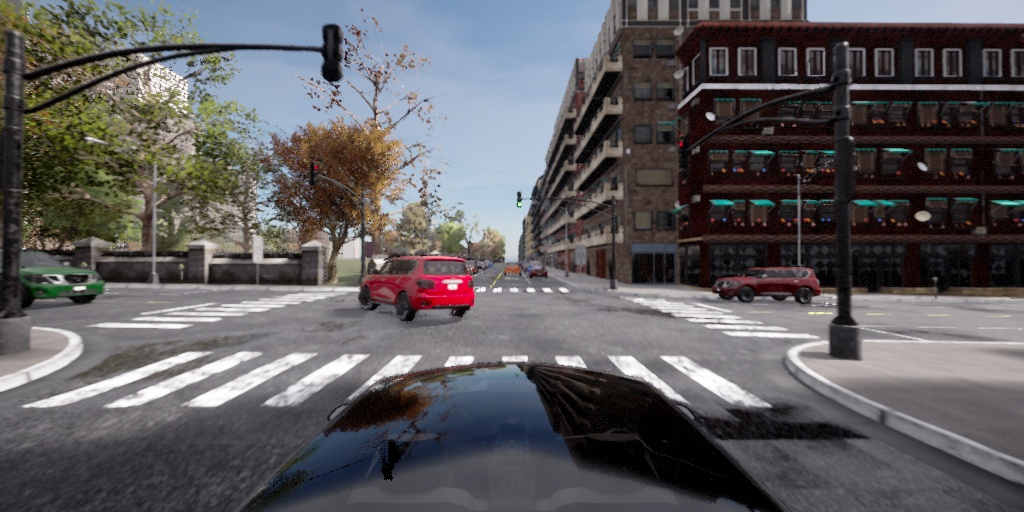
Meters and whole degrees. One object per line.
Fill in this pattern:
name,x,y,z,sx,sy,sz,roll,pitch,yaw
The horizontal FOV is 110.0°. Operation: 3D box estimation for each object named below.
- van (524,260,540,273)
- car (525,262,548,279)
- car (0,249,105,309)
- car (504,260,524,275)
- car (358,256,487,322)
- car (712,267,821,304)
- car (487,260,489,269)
van,2.693,1.470,42.648,1.690,1.789,3.998,0,0,0
car,2.692,1.620,37.018,1.888,1.381,4.507,0,0,0
car,-18.351,0.764,12.998,5.566,2.045,2.150,1,-1,1
car,0.100,1.510,45.527,2.097,1.767,4.553,0,-1,0
car,-3.557,1.049,12.885,2.150,2.045,5.566,3,-3,-41
car,13.450,1.504,19.045,5.009,1.841,2.192,0,0,-1
car,-5.687,1.797,65.169,1.967,1.591,4.097,0,0,0
